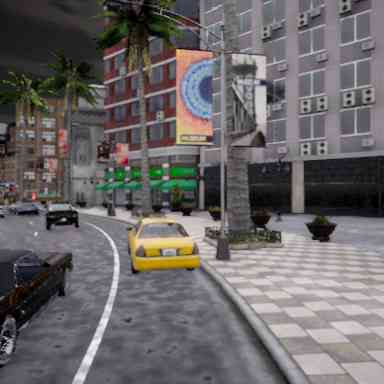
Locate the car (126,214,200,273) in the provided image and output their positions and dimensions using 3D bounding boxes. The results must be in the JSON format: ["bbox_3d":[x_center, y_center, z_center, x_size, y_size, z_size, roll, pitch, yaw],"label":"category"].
[{"bbox_3d":[-1.120,1.472,10.755,1.801,1.575,5.366,0,0,-13],"label":"car"}]

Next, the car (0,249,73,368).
[{"bbox_3d":[-3.444,1.617,5.599,1.895,1.301,4.718,0,0,-6],"label":"car"}]

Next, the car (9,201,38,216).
[{"bbox_3d":[-17.491,1.652,34.315,1.994,1.385,4.181,0,0,-44],"label":"car"}]

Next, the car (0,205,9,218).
[{"bbox_3d":[-18.431,1.612,30.271,1.812,1.442,4.674,0,0,-40],"label":"car"}]

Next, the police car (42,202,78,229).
[{"bbox_3d":[-8.881,1.476,22.337,1.930,1.638,5.238,0,0,-26],"label":"police car"}]
